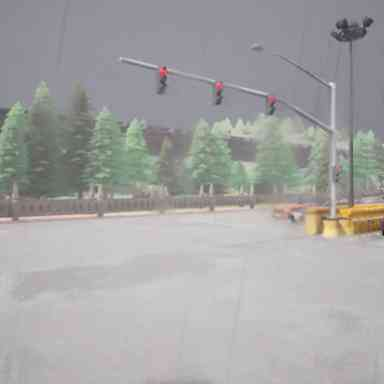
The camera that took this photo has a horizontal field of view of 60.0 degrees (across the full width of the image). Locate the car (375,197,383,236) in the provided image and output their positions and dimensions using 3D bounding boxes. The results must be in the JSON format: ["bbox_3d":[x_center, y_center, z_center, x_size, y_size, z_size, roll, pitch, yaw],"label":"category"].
[{"bbox_3d":[11.095,1.248,15.961,4.553,1.767,2.097,0,0,-35],"label":"car"}]

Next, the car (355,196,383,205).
[{"bbox_3d":[16.524,1.307,28.577,5.008,1.535,1.882,0,0,-35],"label":"car"}]

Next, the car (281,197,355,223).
[{"bbox_3d":[8.800,1.375,23.115,4.902,1.511,2.128,0,0,-36],"label":"car"}]

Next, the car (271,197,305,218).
[{"bbox_3d":[8.541,1.223,27.243,4.553,1.767,2.097,0,0,-35],"label":"car"}]
